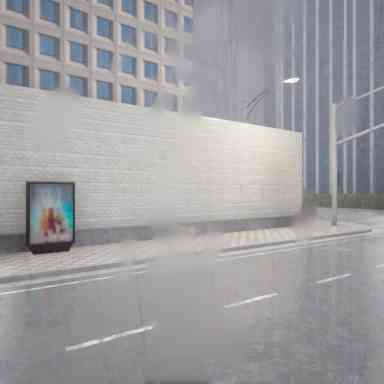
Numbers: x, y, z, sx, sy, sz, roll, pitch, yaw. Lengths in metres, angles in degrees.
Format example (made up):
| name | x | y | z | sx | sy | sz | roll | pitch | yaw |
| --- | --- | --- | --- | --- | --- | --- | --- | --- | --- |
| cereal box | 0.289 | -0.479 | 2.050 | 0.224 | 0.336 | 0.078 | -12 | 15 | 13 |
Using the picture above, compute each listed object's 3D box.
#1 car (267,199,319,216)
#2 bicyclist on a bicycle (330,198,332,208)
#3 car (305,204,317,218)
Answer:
| name | x | y | z | sx | sy | sz | roll | pitch | yaw |
| --- | --- | --- | --- | --- | --- | --- | --- | --- | --- |
| car | 10.446 | 1.547 | 34.856 | 2.128 | 1.511 | 4.902 | 0 | 0 | -36 |
| bicyclist on a bicycle | 18.668 | 1.356 | 43.951 | 1.656 | 1.620 | 0.582 | 0 | 0 | -36 |
| car | 9.065 | 1.533 | 30.770 | 1.882 | 1.535 | 5.008 | 0 | 0 | -36 |
